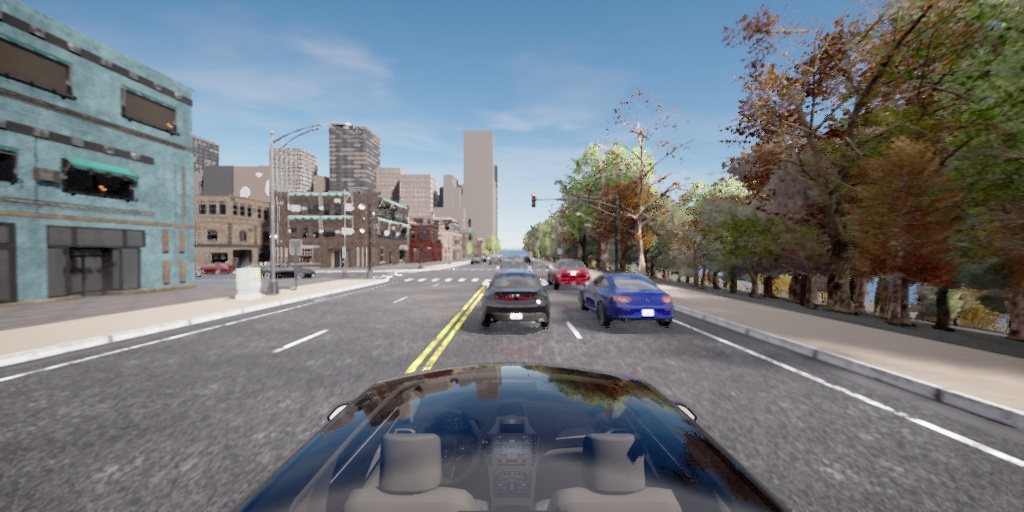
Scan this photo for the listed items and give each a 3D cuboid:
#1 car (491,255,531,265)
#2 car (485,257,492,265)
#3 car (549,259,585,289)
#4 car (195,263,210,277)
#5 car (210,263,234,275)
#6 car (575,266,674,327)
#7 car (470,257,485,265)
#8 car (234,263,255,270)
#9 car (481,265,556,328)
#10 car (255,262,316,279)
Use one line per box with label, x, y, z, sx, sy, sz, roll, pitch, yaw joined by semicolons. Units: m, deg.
car;0.102;0.986;21.069;2.097;1.767;4.553;0;0;0
car;-3.265;0.865;64.975;1.837;1.490;4.892;0;1;0
car;3.354;0.982;21.736;2.097;1.767;4.553;0;0;0
car;-32.679;1.445;34.818;4.674;1.442;1.812;-1;1;0
car;-33.812;1.422;40.617;4.207;1.307;1.802;0;0;0
car;3.351;1.219;11.136;1.812;1.442;4.674;0;0;0
car;-6.510;0.962;64.960;1.895;1.301;4.718;0;0;0
car;-28.277;1.328;40.609;4.403;1.370;2.007;0;0;0
car;0.100;1.199;11.153;1.837;1.490;4.892;0;0;0
car;-19.944;1.383;32.096;4.313;1.339;1.948;0;0;0
